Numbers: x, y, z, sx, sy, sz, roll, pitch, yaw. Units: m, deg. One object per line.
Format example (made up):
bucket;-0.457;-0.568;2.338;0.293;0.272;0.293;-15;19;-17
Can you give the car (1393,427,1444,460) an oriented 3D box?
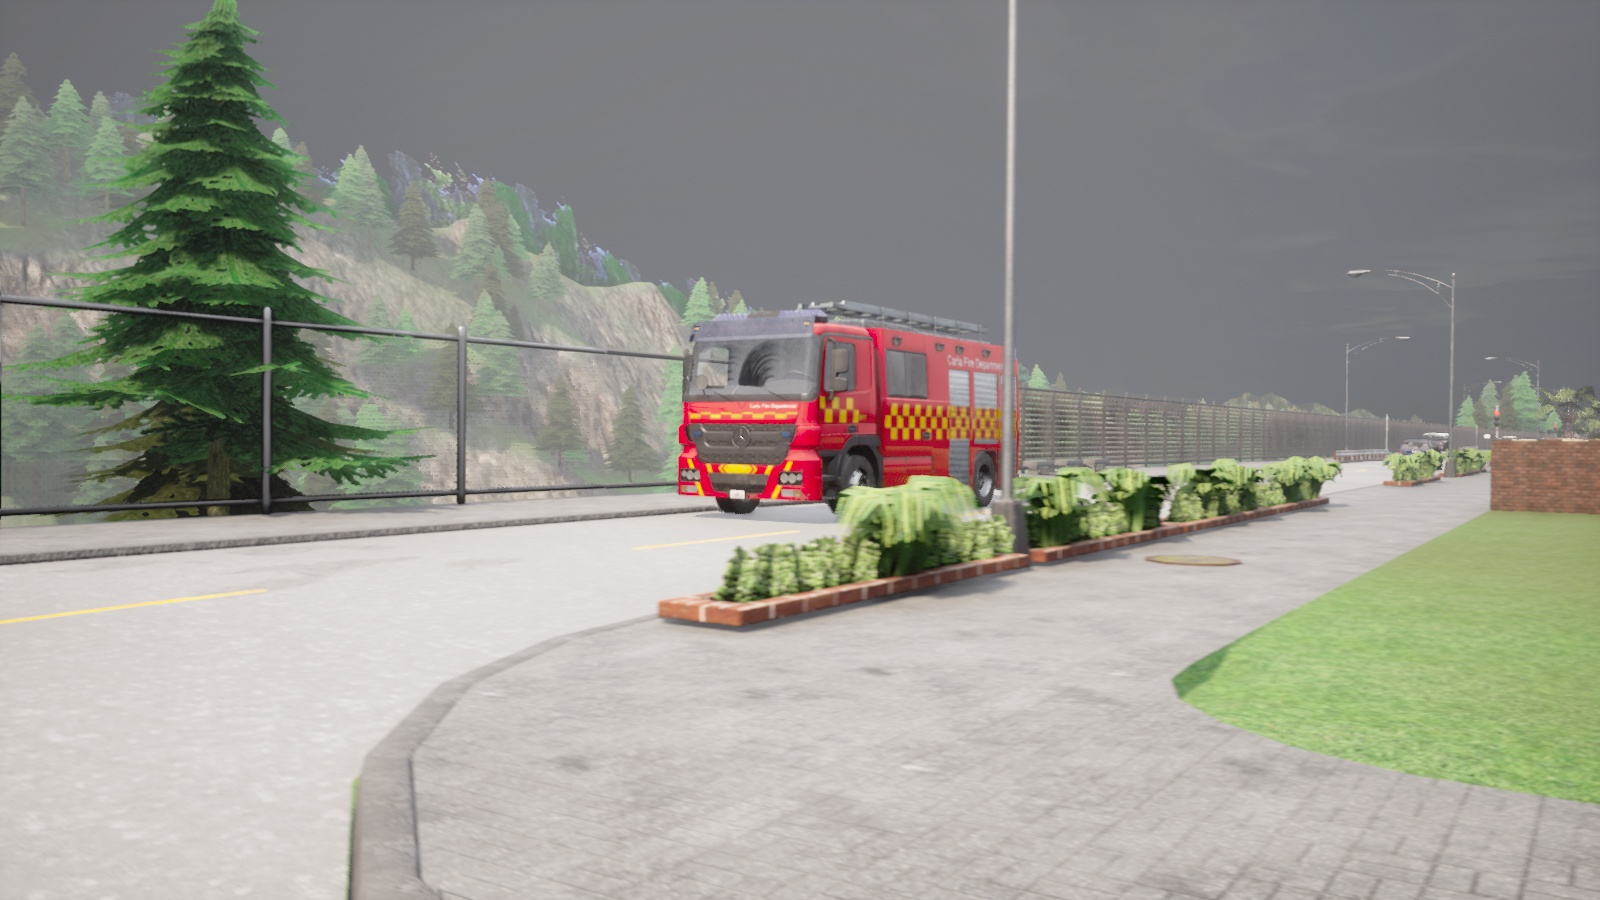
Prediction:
car;29.794;-0.326;60.427;1.789;1.549;3.705;0;1;33

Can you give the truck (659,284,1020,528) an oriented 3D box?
truck;1.150;-0.757;24.042;2.891;3.827;8.468;0;1;33
